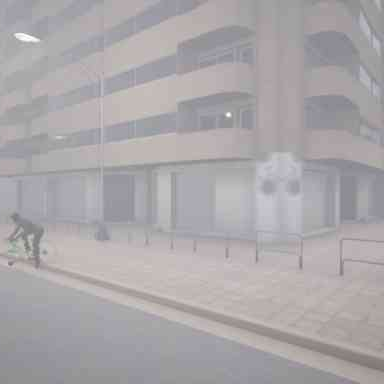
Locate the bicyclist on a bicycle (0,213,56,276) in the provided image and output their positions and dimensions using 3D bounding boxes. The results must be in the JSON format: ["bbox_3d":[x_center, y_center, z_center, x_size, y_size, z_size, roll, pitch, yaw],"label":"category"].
[{"bbox_3d":[-4.593,1.363,9.207,0.582,1.620,1.656,0,9,39],"label":"bicyclist on a bicycle"}]
